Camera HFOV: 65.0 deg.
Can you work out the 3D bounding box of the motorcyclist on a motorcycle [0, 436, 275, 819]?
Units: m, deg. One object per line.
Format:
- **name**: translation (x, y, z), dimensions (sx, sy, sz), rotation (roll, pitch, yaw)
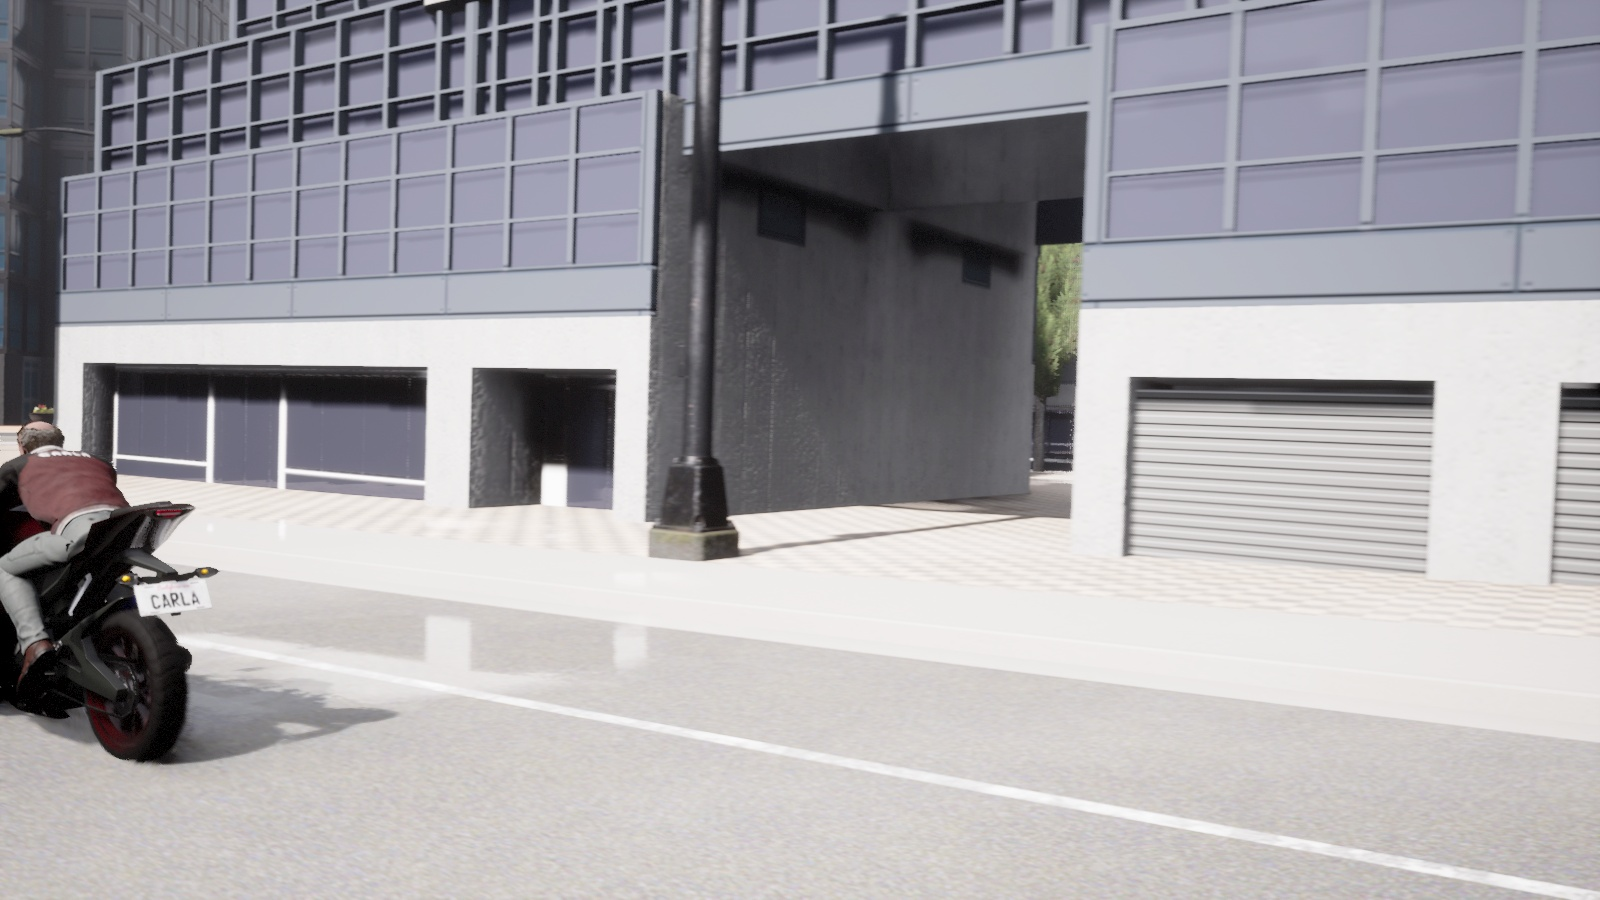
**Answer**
- **motorcyclist on a motorcycle**: translation (-3.566, 0.705, 5.993), dimensions (2.191, 1.530, 0.866), rotation (0, 1, 34)
